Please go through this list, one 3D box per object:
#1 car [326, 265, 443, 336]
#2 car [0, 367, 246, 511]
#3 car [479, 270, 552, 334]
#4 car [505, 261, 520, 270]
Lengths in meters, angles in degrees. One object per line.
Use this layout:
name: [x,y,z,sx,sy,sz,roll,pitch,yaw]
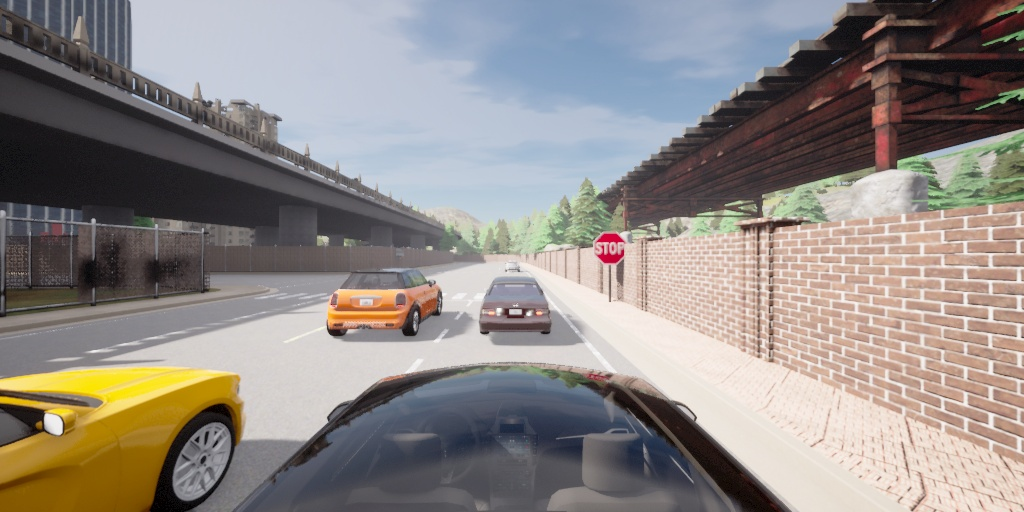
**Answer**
car: [-3.423,1.110,10.540,2.097,1.767,4.553,0,0,0]
car: [-3.398,1.227,1.283,1.882,1.535,5.008,0,0,0]
car: [0.078,1.305,10.563,2.033,1.411,5.357,0,0,0]
car: [0.069,1.314,46.348,1.812,1.442,4.674,0,0,-1]
